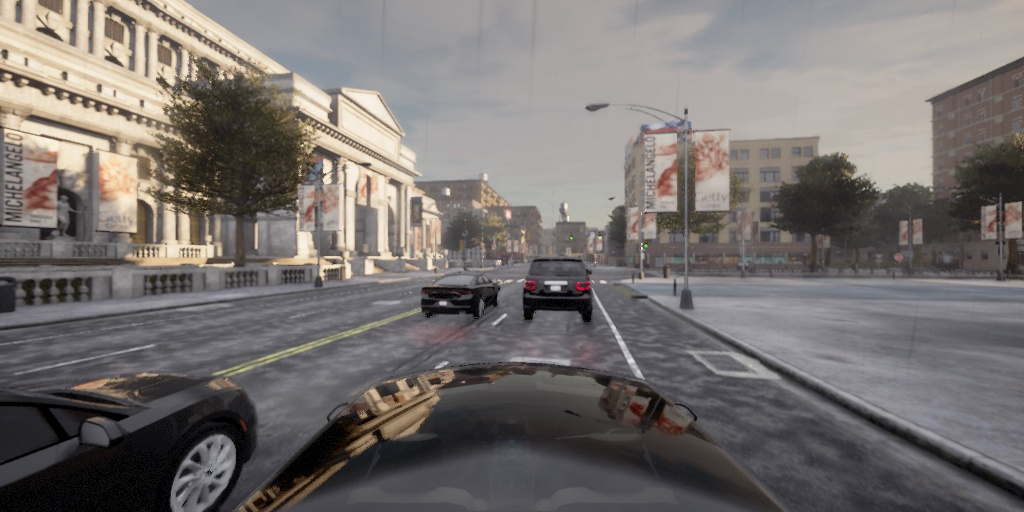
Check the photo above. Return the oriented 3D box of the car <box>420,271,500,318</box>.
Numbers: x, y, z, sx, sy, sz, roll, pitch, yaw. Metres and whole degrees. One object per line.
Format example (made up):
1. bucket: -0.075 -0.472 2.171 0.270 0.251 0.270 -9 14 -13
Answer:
1. car: -1.721 1.312 13.471 1.882 1.535 5.008 0 0 9

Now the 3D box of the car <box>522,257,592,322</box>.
1. car: 1.711 1.055 13.004 2.150 2.045 5.566 0 -1 10

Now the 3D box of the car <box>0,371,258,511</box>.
1. car: -3.196 1.248 1.230 1.837 1.490 4.892 0 0 0
